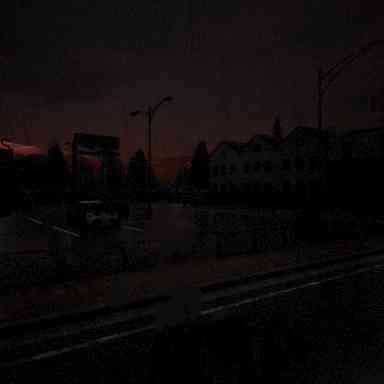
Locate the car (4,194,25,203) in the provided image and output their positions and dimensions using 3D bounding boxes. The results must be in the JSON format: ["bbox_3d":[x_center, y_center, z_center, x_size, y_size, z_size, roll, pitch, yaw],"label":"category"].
[{"bbox_3d":[-39.017,1.328,73.206,3.866,1.878,1.905,0,0,-36],"label":"car"}]

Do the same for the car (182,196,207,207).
[{"bbox_3d":[0.407,1.349,48.836,1.812,1.442,4.674,0,0,-36],"label":"car"}]

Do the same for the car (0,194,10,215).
[{"bbox_3d":[-17.955,1.113,29.821,1.932,1.855,4.605,0,0,-36],"label":"car"}]

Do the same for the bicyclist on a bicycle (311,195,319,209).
[{"bbox_3d":[13.626,1.124,36.816,1.656,1.620,0.582,0,0,-35],"label":"bicyclist on a bicycle"}]

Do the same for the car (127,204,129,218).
[{"bbox_3d":[-6.480,1.313,25.732,2.007,1.523,4.514,0,0,-36],"label":"car"}]

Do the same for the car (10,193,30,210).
[{"bbox_3d":[-19.870,1.092,38.130,1.905,1.878,3.866,0,0,-36],"label":"car"}]

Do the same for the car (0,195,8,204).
[{"bbox_3d":[-39.242,1.495,66.078,4.611,1.667,2.242,0,0,-36],"label":"car"}]

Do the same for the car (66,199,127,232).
[{"bbox_3d":[-5.347,1.248,17.869,1.970,1.475,3.806,0,0,-36],"label":"car"}]
